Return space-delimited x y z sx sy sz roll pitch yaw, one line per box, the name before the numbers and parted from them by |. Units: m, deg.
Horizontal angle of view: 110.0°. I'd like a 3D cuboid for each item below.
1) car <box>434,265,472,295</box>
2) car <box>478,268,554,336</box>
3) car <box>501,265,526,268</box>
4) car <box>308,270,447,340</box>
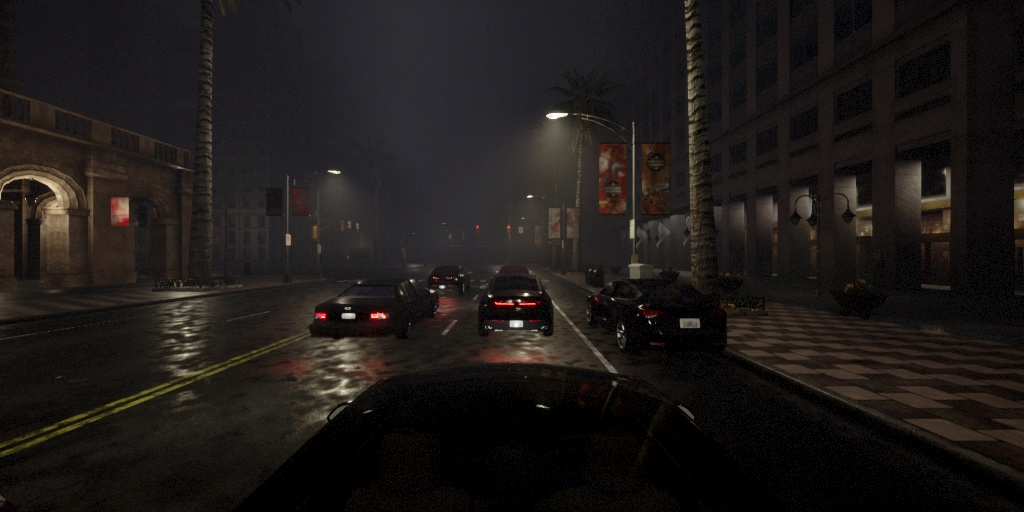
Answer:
car | -3.395 1.255 19.876 1.837 1.490 4.892 0 0 0
car | 0.091 1.254 10.369 1.837 1.490 4.892 0 0 0
car | 0.100 1.228 19.819 1.882 1.535 5.008 0 0 0
car | -3.399 1.297 9.987 2.033 1.411 5.357 0 0 0
